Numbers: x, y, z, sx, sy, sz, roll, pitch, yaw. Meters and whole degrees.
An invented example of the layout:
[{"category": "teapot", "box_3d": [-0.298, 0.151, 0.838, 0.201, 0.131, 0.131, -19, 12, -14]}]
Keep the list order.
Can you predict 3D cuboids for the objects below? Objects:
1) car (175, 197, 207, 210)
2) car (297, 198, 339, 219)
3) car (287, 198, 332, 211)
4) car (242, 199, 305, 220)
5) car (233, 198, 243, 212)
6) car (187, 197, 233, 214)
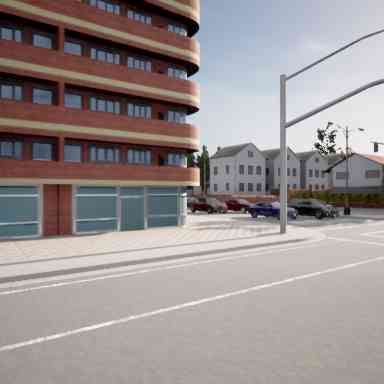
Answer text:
[{"category": "car", "box_3d": [-0.212, 1.503, 44.422, 1.837, 1.490, 4.892, 0, 0, -35]}, {"category": "car", "box_3d": [10.419, 1.350, 29.056, 2.097, 1.767, 4.553, 0, 0, -35]}, {"category": "car", "box_3d": [15.040, 1.544, 42.902, 2.033, 1.411, 5.357, 0, 0, -35]}, {"category": "car", "box_3d": [6.784, 1.524, 28.163, 1.812, 1.442, 4.674, 0, 0, -35]}, {"category": "car", "box_3d": [5.169, 1.476, 36.632, 1.882, 1.535, 5.008, 0, 0, -35]}, {"category": "car", "box_3d": [1.790, 1.350, 35.361, 2.097, 1.767, 4.553, 0, 0, -34]}]
